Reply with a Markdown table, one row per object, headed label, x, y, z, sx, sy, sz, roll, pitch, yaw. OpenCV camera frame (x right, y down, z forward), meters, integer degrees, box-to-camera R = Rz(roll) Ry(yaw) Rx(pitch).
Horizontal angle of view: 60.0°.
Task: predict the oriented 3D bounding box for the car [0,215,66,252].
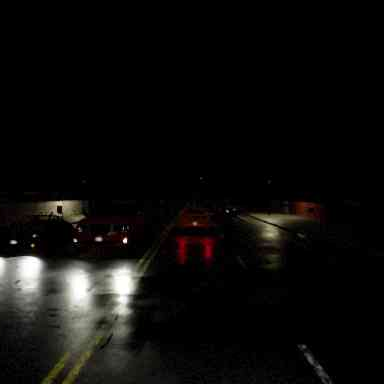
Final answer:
| label | x | y | z | sx | sy | sz | roll | pitch | yaw |
| --- | --- | --- | --- | --- | --- | --- | --- | --- | --- |
| car | -6.548 | 1.668 | 14.189 | 1.994 | 1.385 | 4.181 | 0 | -1 | 0 |

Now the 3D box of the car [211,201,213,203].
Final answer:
| label | x | y | z | sx | sy | sz | roll | pitch | yaw |
| --- | --- | --- | --- | --- | --- | --- | --- | --- | --- |
| car | 3.445 | 1.978 | 46.996 | 2.033 | 1.411 | 5.357 | 0 | 0 | 1 |

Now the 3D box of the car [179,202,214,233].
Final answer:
| label | x | y | z | sx | sy | sz | roll | pitch | yaw |
| --- | --- | --- | --- | --- | --- | --- | --- | --- | --- |
| car | 0.182 | 1.668 | 21.357 | 1.882 | 1.535 | 5.008 | 0 | -1 | 0 |

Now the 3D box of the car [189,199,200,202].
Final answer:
| label | x | y | z | sx | sy | sz | roll | pitch | yaw |
| --- | --- | --- | --- | --- | --- | --- | --- | --- | --- |
| car | 0.275 | 1.750 | 44.483 | 2.097 | 1.767 | 4.553 | 0 | 0 | 0 |

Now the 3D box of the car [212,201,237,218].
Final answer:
| label | x | y | z | sx | sy | sz | roll | pitch | yaw |
| --- | --- | --- | --- | --- | --- | --- | --- | --- | --- |
| car | 3.486 | 1.886 | 34.758 | 1.994 | 1.385 | 4.181 | 0 | -1 | 0 |

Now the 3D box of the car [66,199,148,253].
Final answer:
| label | x | y | z | sx | sy | sz | roll | pitch | yaw |
| --- | --- | --- | --- | --- | --- | --- | --- | --- | --- |
| car | -3.296 | 1.340 | 14.568 | 2.150 | 2.045 | 5.566 | 0 | -1 | 0 |
